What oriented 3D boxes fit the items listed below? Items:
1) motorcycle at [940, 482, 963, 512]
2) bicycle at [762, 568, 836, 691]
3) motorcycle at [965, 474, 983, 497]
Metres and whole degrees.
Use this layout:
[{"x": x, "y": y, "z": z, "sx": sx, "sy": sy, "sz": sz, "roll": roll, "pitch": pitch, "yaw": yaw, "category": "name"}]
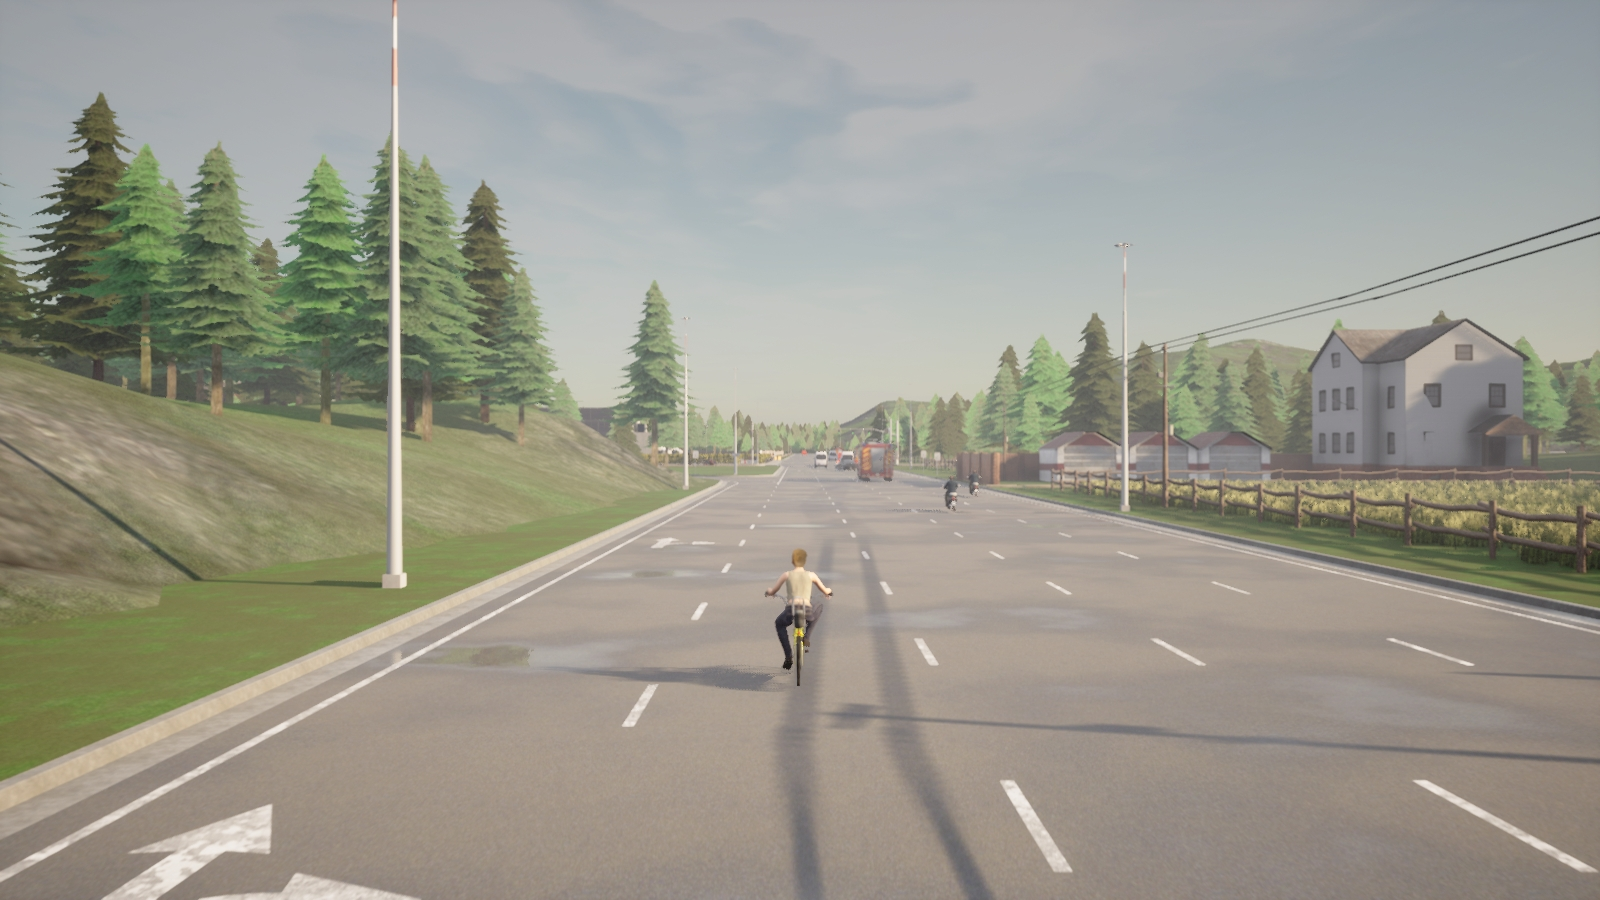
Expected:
[{"x": 6.997, "y": 2.146, "z": 52.835, "sx": 0.856, "sy": 1.316, "sz": 1.805, "roll": 0, "pitch": 0, "yaw": 0, "category": "motorcycle"}, {"x": -0.012, "y": 2.159, "z": 13.981, "sx": 0.859, "sy": 1.276, "sz": 1.487, "roll": 0, "pitch": 0, "yaw": 0, "category": "bicycle"}, {"x": 10.477, "y": 2.147, "z": 68.840, "sx": 0.856, "sy": 1.316, "sz": 1.805, "roll": 0, "pitch": 0, "yaw": 0, "category": "motorcycle"}]
